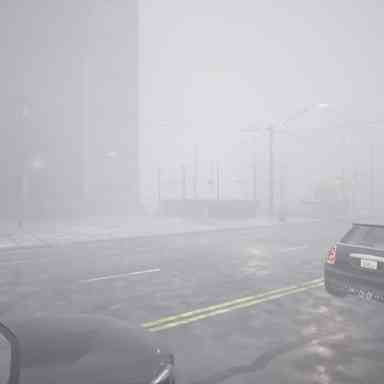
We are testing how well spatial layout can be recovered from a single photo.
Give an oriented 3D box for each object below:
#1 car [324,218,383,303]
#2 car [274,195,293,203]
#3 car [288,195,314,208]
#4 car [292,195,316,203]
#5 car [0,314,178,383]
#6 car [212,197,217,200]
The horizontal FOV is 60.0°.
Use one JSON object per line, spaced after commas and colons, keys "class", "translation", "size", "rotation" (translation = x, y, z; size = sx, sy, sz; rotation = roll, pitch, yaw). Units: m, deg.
{"class": "car", "translation": [5.001, 1.352, 7.357], "size": [4.553, 1.767, 2.097], "rotation": [0, 0, -35]}
{"class": "car", "translation": [19.002, 1.452, 68.932], "size": [3.806, 1.475, 1.970], "rotation": [0, 0, -36]}
{"class": "car", "translation": [14.988, 1.254, 45.871], "size": [4.553, 1.767, 2.185], "rotation": [0, 0, -36]}
{"class": "car", "translation": [21.907, 1.420, 64.929], "size": [4.674, 1.452, 2.002], "rotation": [0, 0, -36]}
{"class": "car", "translation": [-2.258, 1.526, 2.149], "size": [4.674, 1.442, 1.812], "rotation": [0, 0, -35]}
{"class": "car", "translation": [4.259, 1.575, 60.449], "size": [4.718, 1.301, 1.895], "rotation": [0, 0, -36]}
